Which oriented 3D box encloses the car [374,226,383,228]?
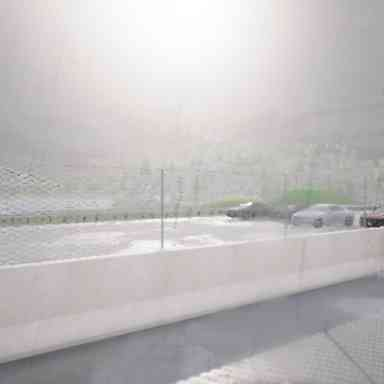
[{"bbox_3d":[11.873,1.463,19.384,5.008,1.535,1.882,0,0,-28],"label":"car"}]
